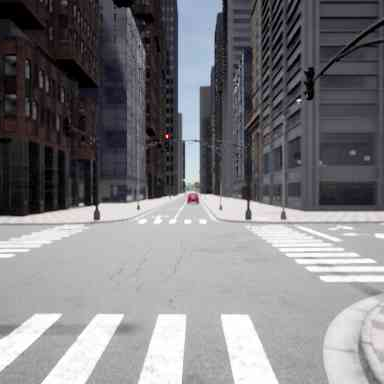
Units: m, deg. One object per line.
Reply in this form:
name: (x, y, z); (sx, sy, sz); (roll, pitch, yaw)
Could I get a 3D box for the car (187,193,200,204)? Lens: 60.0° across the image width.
car: (0.224, 1.185, 62.522); (2.150, 2.045, 5.566); (0, 0, 0)

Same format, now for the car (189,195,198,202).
car: (0.270, 1.392, 72.949); (1.895, 1.301, 4.718); (0, 0, 0)
